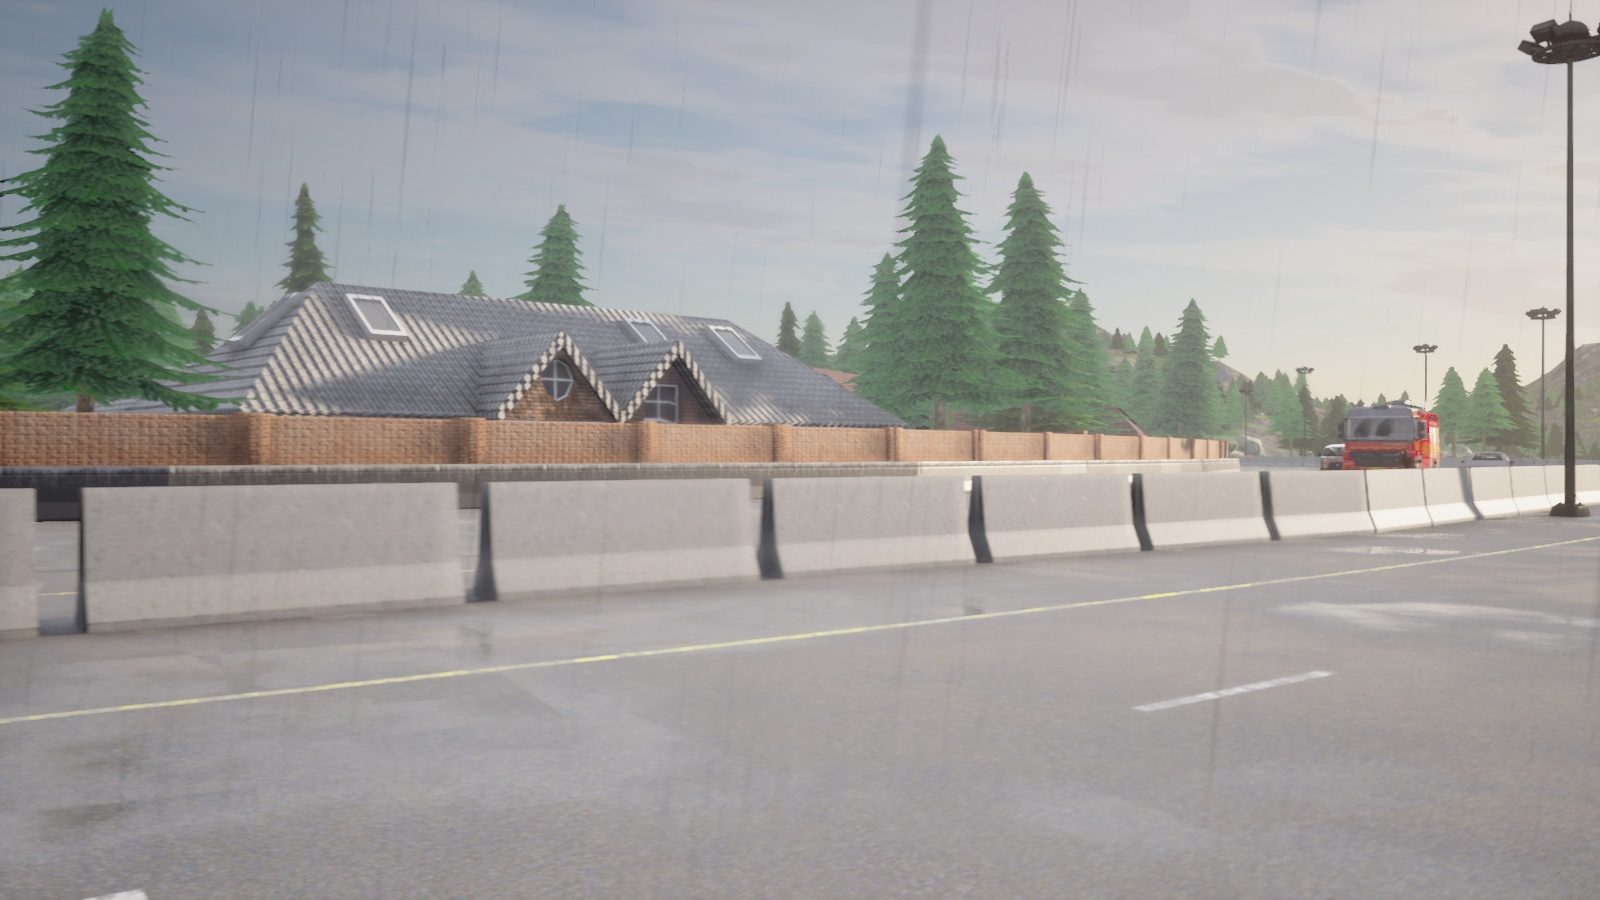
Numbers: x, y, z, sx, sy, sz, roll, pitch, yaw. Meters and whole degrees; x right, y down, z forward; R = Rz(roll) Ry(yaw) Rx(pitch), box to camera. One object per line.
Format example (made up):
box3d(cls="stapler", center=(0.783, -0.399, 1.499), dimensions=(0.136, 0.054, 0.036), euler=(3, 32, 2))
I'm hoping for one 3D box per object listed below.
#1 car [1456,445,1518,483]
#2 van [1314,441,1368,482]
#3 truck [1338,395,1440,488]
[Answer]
box3d(cls="car", center=(31.180, 0.600, 56.944), dimensions=(2.152, 1.651, 5.027), euler=(0, 0, 32))
box3d(cls="van", center=(28.458, 0.574, 65.926), dimensions=(2.069, 2.038, 4.480), euler=(0, 0, 30))
box3d(cls="truck", center=(26.277, -0.335, 55.798), dimensions=(2.891, 3.827, 8.468), euler=(0, 0, 34))
